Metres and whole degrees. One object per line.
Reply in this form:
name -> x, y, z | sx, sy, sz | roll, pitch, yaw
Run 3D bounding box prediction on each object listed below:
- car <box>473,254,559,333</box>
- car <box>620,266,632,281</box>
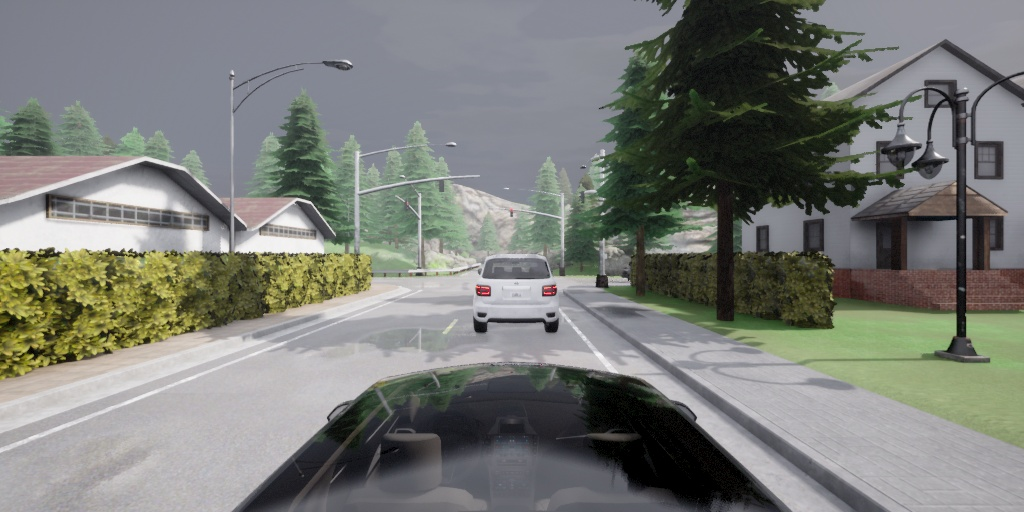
car -> 0.107, 0.974, 10.907 | 2.150, 2.045, 5.566 | 0, 0, 0
car -> 10.682, 1.233, 26.931 | 4.902, 1.511, 2.128 | 0, 0, 0
